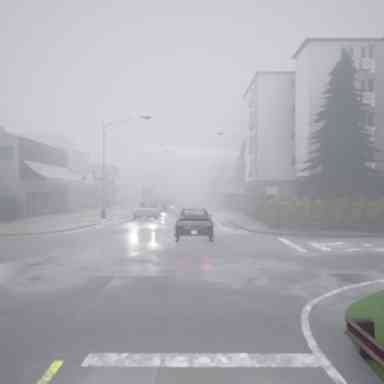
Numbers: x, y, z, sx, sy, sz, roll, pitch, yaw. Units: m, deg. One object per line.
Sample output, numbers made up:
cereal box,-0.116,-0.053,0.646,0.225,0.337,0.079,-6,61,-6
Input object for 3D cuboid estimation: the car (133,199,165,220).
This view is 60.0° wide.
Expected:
car,-3.608,1.519,27.257,1.895,1.301,4.718,0,0,0

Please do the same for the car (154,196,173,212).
car,-3.608,1.379,37.613,2.128,1.511,4.902,0,0,0

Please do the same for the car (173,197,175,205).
car,-3.579,1.392,51.927,2.033,1.411,5.357,0,0,0

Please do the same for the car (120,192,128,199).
car,-18.959,1.214,92.567,2.007,1.523,4.514,0,0,0

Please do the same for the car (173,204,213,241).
car,0.098,1.601,17.487,2.128,1.511,4.902,0,0,0
